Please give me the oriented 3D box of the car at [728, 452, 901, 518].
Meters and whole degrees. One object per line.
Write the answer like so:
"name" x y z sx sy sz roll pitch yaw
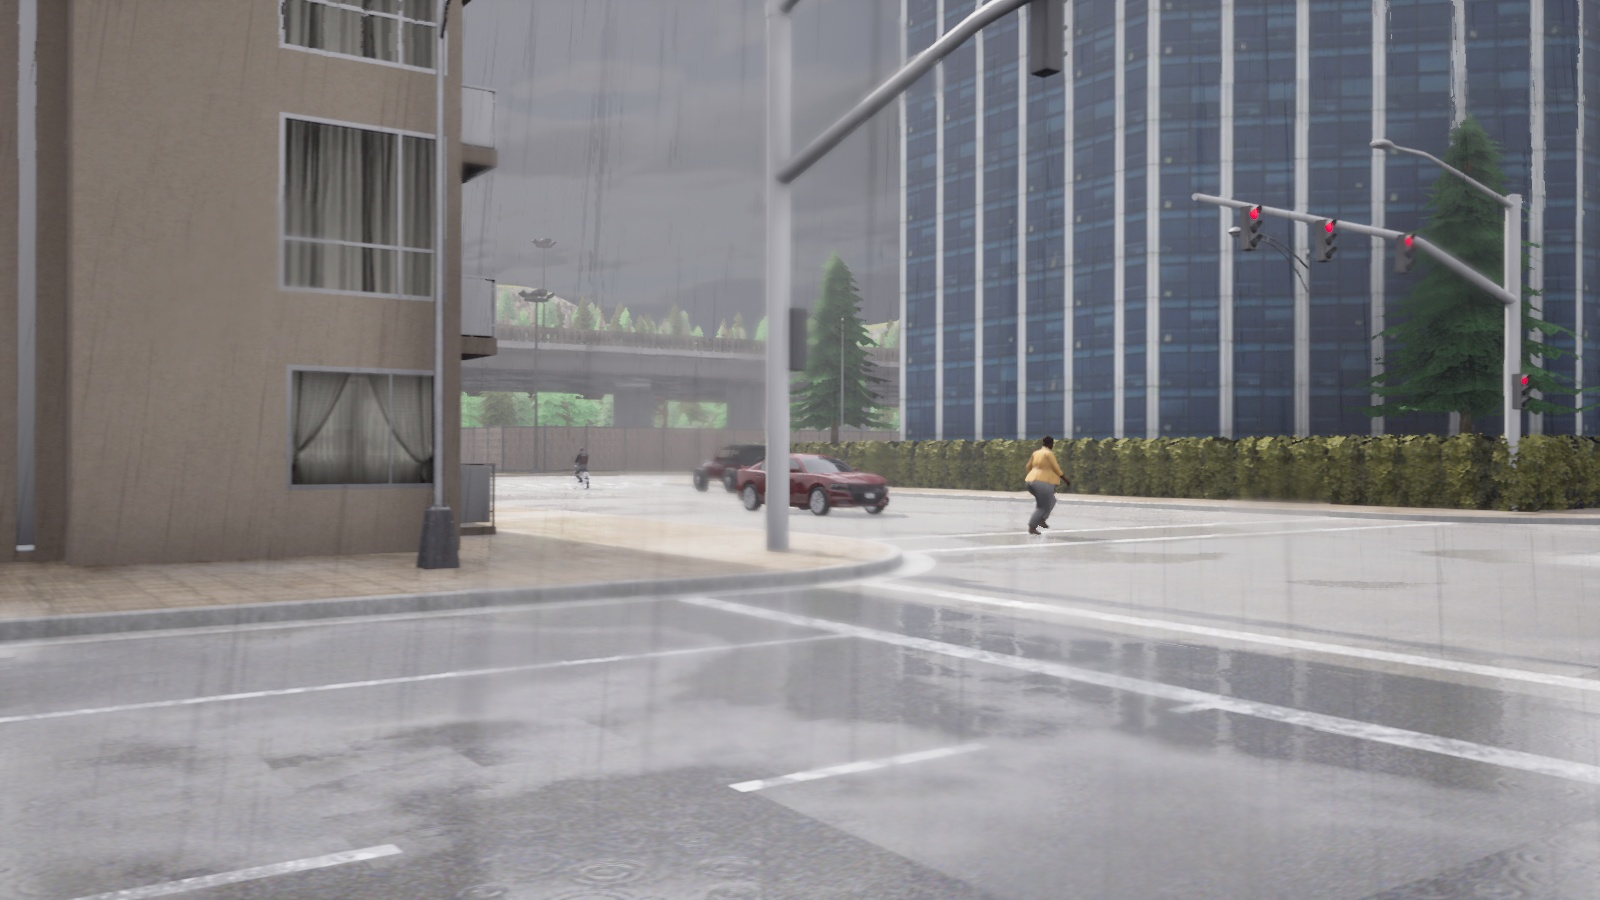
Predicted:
"car" 0.265 0.829 31.891 1.882 1.535 5.008 0 0 -34

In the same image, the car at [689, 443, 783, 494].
"car" -2.504 0.705 48.389 1.905 1.878 3.866 0 0 -34

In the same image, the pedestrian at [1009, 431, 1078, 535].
"pedestrian" 4.419 0.586 22.793 0.900 1.855 0.874 0 0 -23
